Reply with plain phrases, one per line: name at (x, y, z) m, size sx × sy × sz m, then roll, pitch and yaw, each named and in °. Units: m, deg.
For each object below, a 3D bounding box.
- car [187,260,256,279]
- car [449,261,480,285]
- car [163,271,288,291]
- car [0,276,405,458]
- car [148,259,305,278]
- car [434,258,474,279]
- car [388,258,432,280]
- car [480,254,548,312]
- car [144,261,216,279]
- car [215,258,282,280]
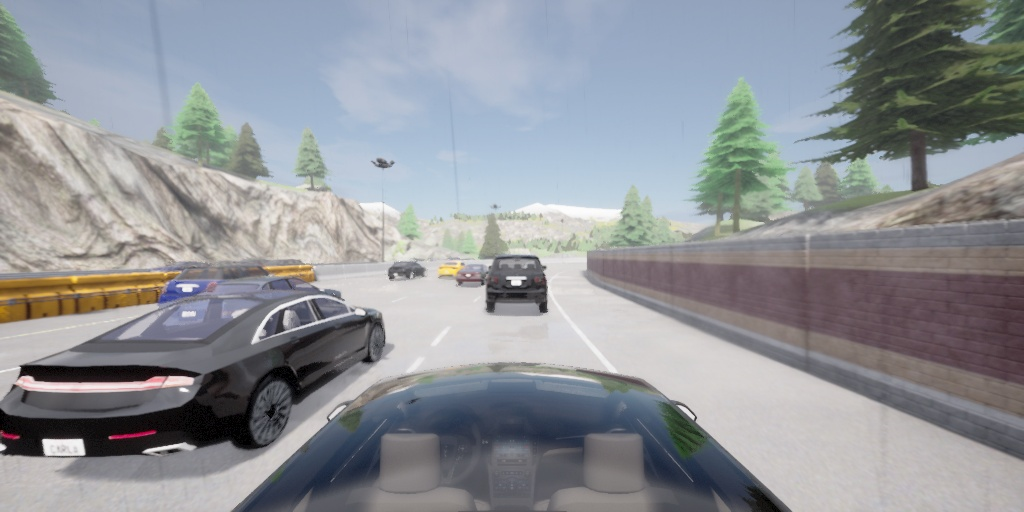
car at (-26.313, 1.187, 32.739) m, size 1.837 × 1.490 × 4.892 m, roll 0°, pitch 0°, yaw 8°
car at (-2.472, 1.246, 25.147) m, size 2.033 × 1.411 × 5.357 m, roll 0°, pitch 0°, yaw 7°
car at (-6.866, 1.279, 10.164) m, size 2.033 × 1.411 × 5.357 m, roll 0°, pitch 0°, yaw 1°
car at (-3.403, 1.235, 5.157) m, size 2.128 × 1.511 × 4.902 m, roll 0°, pitch 0°, yaw 0°
car at (-10.280, 1.076, 13.533) m, size 2.097 × 1.767 × 4.553 m, roll 0°, pitch 0°, yaw 1°
car at (-5.009, 1.162, 32.037) m, size 1.882 × 1.535 × 5.008 m, roll 0°, pitch 0°, yaw 9°
car at (-8.777, 1.192, 30.504) m, size 1.837 × 1.490 × 4.892 m, roll 0°, pitch 0°, yaw 8°
car at (0.230, 0.945, 14.228) m, size 2.150 × 2.045 × 5.566 m, roll 0°, pitch 0°, yaw 2°
car at (-29.878, 1.208, 32.475) m, size 1.812 × 1.442 × 4.674 m, roll 0°, pitch 0°, yaw 8°
car at (-22.948, 1.036, 31.492) m, size 2.097 × 1.767 × 4.553 m, roll 0°, pitch 0°, yaw 8°
